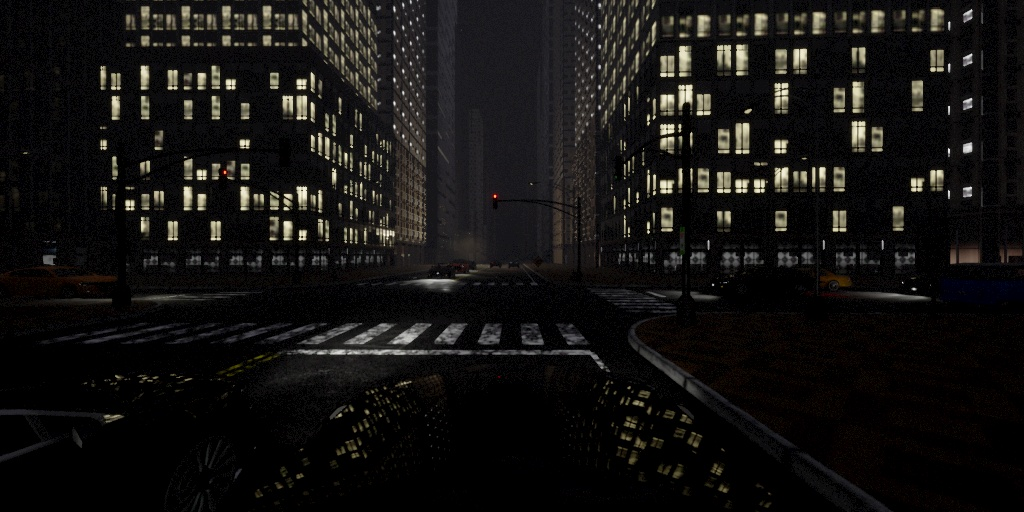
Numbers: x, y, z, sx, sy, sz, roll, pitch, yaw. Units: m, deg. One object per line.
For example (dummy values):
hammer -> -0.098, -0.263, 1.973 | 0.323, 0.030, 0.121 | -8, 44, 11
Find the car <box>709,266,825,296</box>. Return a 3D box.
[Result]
car -> 13.055, 1.274, 18.861 | 4.892, 1.490, 1.837 | 0, 0, 2

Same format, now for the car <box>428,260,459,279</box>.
car -> -6.471, 1.345, 33.345 | 1.994, 1.385, 4.181 | 0, 0, 0

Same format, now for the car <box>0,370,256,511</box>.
car -> -3.154, 1.241, 1.148 | 2.128, 1.511, 4.902 | 0, 0, 0

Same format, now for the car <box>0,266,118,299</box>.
car -> -21.723, 1.236, 17.165 | 5.008, 1.535, 1.882 | 0, 0, 0

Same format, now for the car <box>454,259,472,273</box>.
car -> -6.430, 1.154, 43.342 | 2.097, 1.767, 4.553 | 0, 0, 0

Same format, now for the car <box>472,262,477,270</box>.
car -> -6.383, 1.378, 53.839 | 2.033, 1.411, 5.357 | 0, 0, 0

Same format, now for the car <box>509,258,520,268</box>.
car -> 0.348, 1.351, 62.662 | 2.128, 1.511, 4.902 | 0, 0, 0

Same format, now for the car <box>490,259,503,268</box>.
car -> -2.896, 1.369, 63.777 | 1.837, 1.490, 4.892 | 0, 0, 0

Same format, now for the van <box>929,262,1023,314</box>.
van -> 18.403, 1.120, 13.118 | 3.998, 1.789, 1.690 | 0, 0, 2

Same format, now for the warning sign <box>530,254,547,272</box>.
warning sign -> 3.011, 0.912, 41.340 | 1.300, 1.860, 1.060 | 0, 0, 0

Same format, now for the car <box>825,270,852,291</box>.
car -> 17.166, 1.295, 21.295 | 4.829, 1.417, 1.751 | 0, 0, 2

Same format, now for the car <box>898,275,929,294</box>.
car -> 23.455, 1.324, 18.442 | 5.357, 1.411, 2.033 | 0, 0, 2
